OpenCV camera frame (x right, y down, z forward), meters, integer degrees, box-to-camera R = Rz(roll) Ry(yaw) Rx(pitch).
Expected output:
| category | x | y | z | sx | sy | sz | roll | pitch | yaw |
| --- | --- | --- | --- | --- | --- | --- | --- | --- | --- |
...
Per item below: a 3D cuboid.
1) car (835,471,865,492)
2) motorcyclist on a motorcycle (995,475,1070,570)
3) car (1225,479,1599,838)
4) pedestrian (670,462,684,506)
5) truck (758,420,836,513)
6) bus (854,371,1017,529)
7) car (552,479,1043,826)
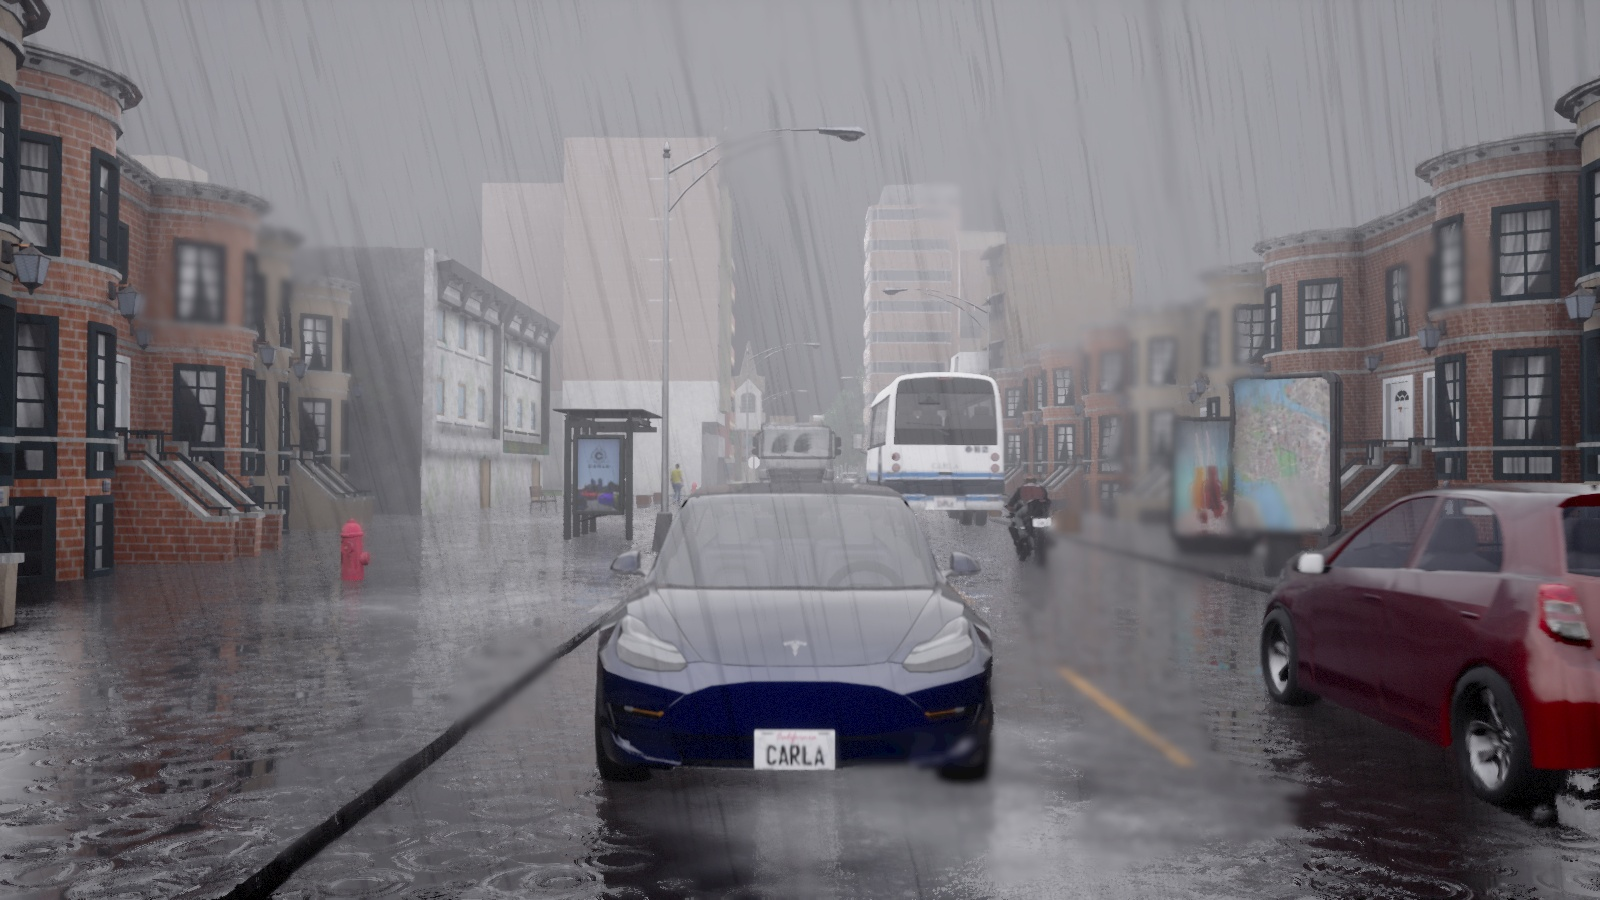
| category | x | y | z | sx | sy | sz | roll | pitch | yaw |
| --- | --- | --- | --- | --- | --- | --- | --- | --- | --- |
| car | 3.677 | 2.316 | 92.564 | 1.970 | 1.475 | 3.806 | 0 | -1 | -1 |
| motorcyclist on a motorcycle | 3.945 | 1.193 | 21.467 | 0.866 | 1.530 | 2.191 | 0 | -1 | 0 |
| car | 3.981 | 0.933 | 7.188 | 1.845 | 1.501 | 3.633 | 0 | -1 | 0 |
| pedestrian | -5.255 | 1.443 | 53.584 | 0.354 | 1.836 | 0.706 | -1 | -1 | 16 |
| truck | -0.135 | 0.682 | 50.675 | 2.891 | 3.462 | 7.936 | 0 | -1 | 0 |
| bus | 3.894 | 0.079 | 39.188 | 3.944 | 4.253 | 10.273 | 0 | -1 | 0 |
| car | -0.021 | 0.947 | 7.942 | 2.163 | 1.488 | 4.792 | 0 | -1 | 0 |
